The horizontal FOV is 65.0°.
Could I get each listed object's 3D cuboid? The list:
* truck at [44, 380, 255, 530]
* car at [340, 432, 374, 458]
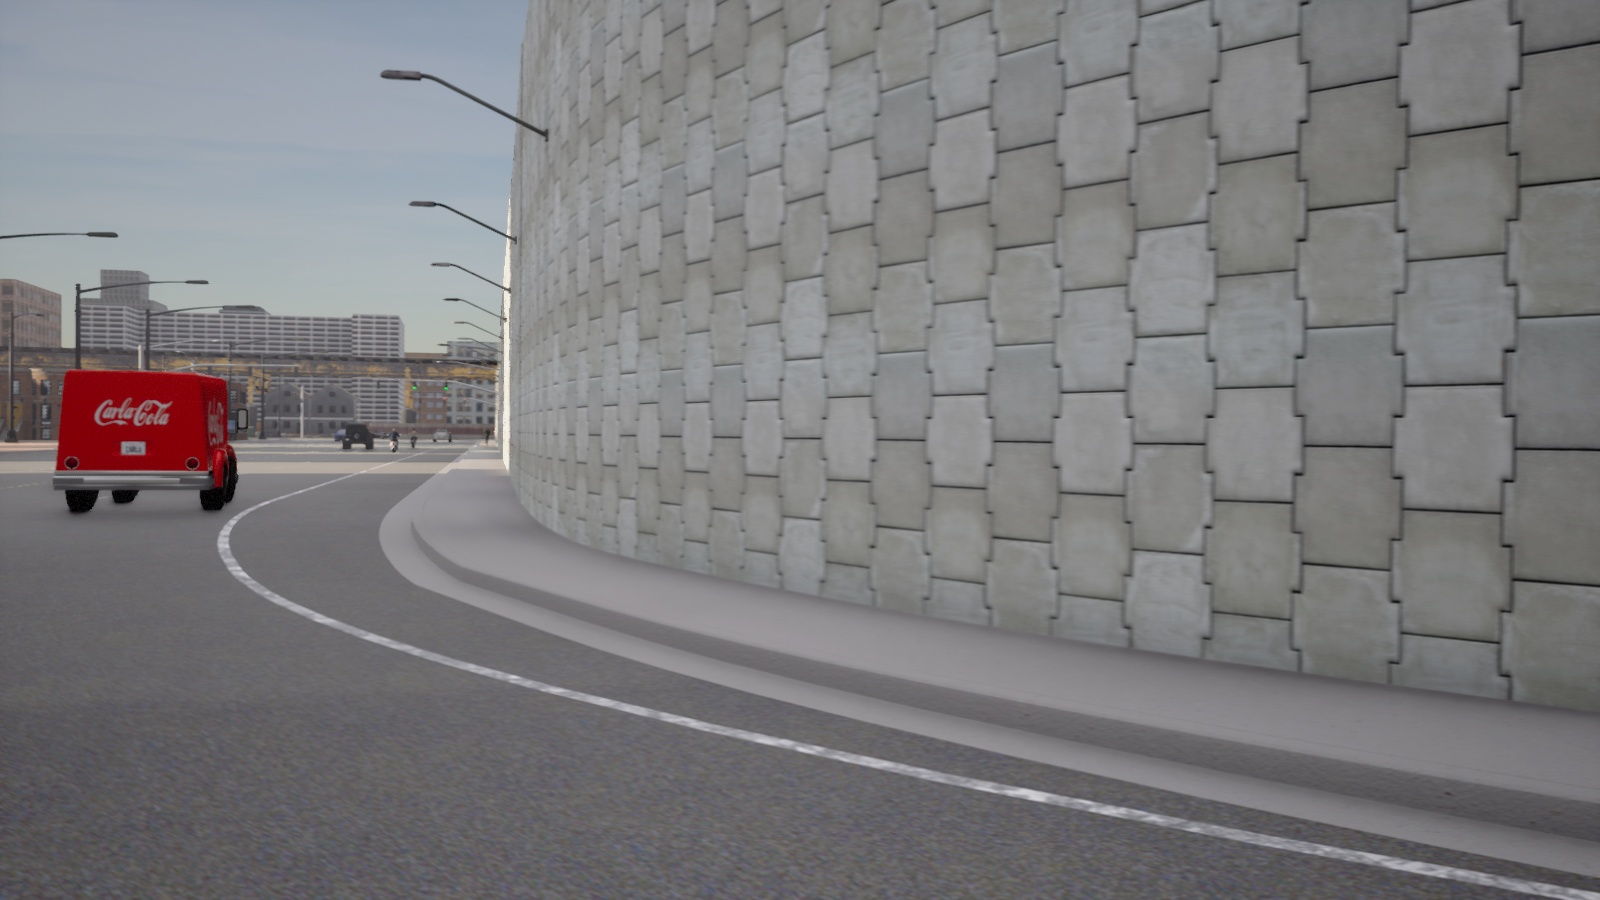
[{"bbox_3d":[-11.971,0.044,23.562,2.627,2.467,5.204,-1,1,-17],"label":"truck"},{"bbox_3d":[-32.481,-0.384,92.183,1.905,1.878,3.866,-1,1,-14],"label":"car"}]
